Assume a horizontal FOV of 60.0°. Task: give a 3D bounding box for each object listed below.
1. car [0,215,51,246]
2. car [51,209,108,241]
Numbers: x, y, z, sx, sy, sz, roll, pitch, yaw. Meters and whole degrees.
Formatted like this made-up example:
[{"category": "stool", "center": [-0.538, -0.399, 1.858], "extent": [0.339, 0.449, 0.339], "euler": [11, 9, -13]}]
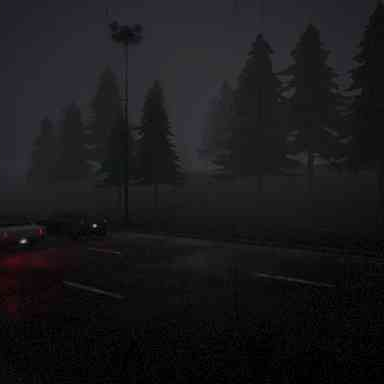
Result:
[{"category": "car", "center": [-8.293, 1.614, 14.084], "extent": [4.718, 1.301, 1.895], "euler": [0, 0, 36]}, {"category": "car", "center": [-6.236, 1.570, 16.916], "extent": [4.181, 1.385, 1.994], "euler": [0, 0, 36]}]
